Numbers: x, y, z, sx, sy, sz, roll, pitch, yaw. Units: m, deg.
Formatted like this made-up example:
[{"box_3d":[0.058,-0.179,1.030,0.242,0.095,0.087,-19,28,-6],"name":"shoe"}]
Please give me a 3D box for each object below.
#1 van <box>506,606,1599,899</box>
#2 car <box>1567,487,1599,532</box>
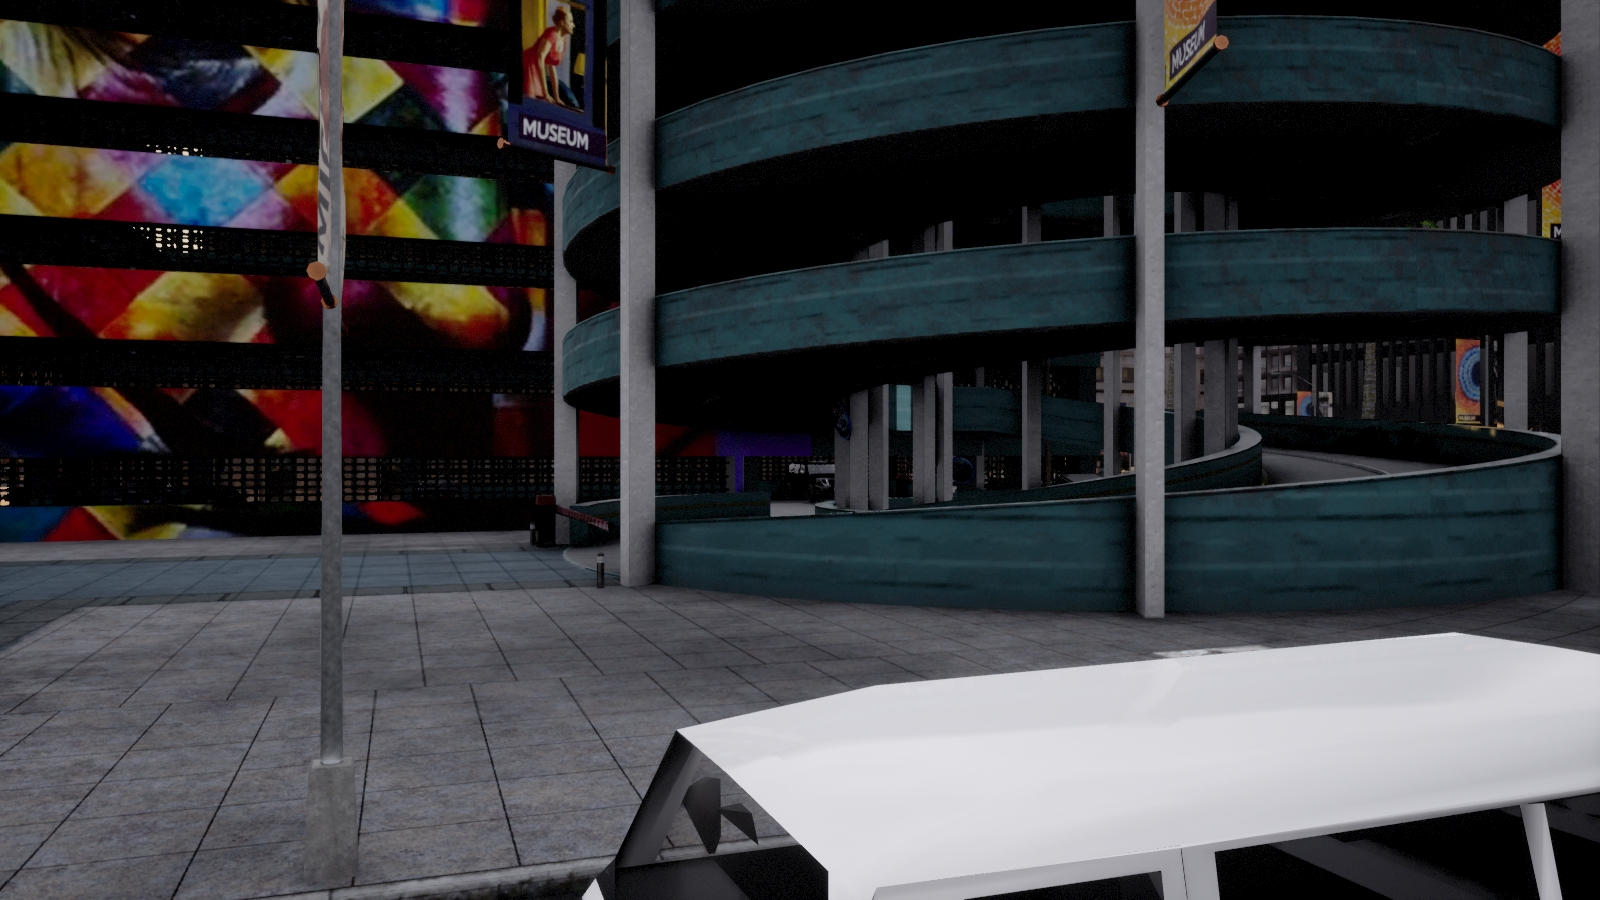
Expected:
[{"box_3d":[1.425,1.783,3.850,4.480,2.038,2.069,0,0,-21],"name":"van"},{"box_3d":[28.465,2.064,38.925,1.970,1.475,3.806,0,0,-4],"name":"car"}]
